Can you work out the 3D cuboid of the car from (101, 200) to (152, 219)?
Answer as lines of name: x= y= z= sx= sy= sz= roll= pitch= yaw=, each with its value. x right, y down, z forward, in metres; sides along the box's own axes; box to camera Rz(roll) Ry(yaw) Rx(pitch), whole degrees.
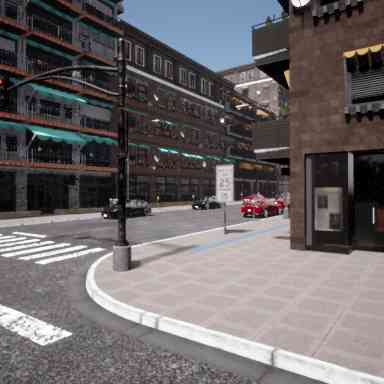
car: x=-4.932 y=1.264 z=25.524 sx=1.947 sy=1.339 sz=4.313 roll=1 pitch=1 yaw=35

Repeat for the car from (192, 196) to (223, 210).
car: x=1.707 y=1.081 z=34.700 sx=1.947 sy=1.339 sz=4.313 roll=1 pitch=1 yaw=35

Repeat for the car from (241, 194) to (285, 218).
car: x=5.322 y=1.118 z=25.162 sx=1.887 sy=1.381 sz=4.507 roll=1 pitch=1 yaw=35

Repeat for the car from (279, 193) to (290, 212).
car: x=8.531 y=1.065 z=29.827 sx=1.802 sy=1.307 sz=4.206 roll=1 pitch=1 yaw=35
